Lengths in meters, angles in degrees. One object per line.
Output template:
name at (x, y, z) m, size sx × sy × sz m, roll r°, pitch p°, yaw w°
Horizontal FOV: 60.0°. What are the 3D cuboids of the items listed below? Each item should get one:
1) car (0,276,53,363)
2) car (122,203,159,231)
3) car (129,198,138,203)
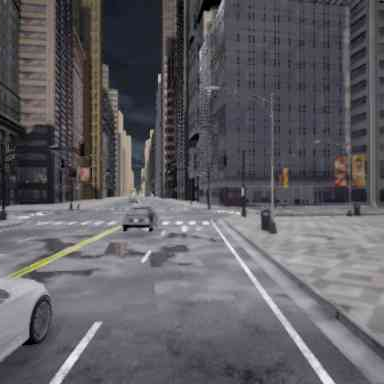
car at (-3.152, 1.549, 3.464) m, size 1.812 × 1.442 × 4.674 m, roll 0°, pitch 0°, yaw 0°
car at (-3.228, 1.661, 21.267) m, size 2.033 × 1.411 × 5.357 m, roll 0°, pitch 0°, yaw -2°
car at (-13.416, 1.998, 76.135) m, size 1.994 × 1.385 × 4.181 m, roll 0°, pitch 0°, yaw -9°
